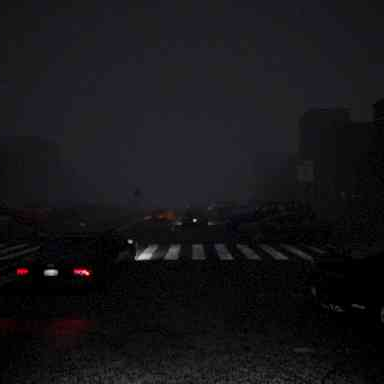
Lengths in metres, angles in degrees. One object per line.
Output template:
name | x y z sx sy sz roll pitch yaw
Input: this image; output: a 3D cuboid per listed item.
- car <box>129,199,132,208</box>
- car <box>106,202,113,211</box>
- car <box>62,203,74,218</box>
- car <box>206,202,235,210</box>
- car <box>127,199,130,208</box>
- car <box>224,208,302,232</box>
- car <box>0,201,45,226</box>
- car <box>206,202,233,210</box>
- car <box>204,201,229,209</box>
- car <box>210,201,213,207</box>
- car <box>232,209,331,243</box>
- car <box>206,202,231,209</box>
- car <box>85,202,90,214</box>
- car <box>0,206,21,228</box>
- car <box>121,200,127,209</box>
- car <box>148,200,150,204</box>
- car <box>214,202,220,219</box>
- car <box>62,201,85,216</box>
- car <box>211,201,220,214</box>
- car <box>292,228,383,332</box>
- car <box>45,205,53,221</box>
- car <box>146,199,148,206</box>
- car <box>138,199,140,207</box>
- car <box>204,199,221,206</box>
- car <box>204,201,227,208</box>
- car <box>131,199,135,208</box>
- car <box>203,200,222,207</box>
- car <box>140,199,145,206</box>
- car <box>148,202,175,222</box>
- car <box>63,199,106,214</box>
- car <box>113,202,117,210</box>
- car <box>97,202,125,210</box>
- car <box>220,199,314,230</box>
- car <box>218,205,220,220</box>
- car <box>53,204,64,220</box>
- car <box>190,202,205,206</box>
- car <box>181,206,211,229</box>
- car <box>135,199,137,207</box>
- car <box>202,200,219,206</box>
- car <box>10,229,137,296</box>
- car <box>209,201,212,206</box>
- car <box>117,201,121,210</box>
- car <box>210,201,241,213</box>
car | -15.264 2.698 68.200 4.674 1.452 2.002 0 -1 0
car | -15.527 2.354 51.692 5.366 1.575 1.946 0 -1 0
car | -15.394 2.142 35.152 4.674 1.452 2.002 0 -1 0
car | 5.055 2.489 59.245 4.892 1.521 2.231 0 -1 0
car | -15.251 2.635 65.479 4.792 1.488 2.163 0 -1 0
car | 4.801 1.889 23.005 4.892 1.521 2.231 0 -1 0
car | -15.395 1.731 26.883 5.566 2.045 2.435 0 -1 0
car | 5.098 2.569 62.023 4.792 1.488 2.163 0 -1 0
car | 5.122 2.697 70.235 5.008 1.535 2.097 0 -1 0
car | 4.879 2.181 39.671 4.792 1.488 2.163 0 -1 0
car | 4.755 1.828 17.446 4.792 1.488 2.163 0 -1 0
car | 5.086 2.632 64.802 4.674 1.452 2.002 0 -1 0
car | -15.381 2.222 40.666 4.674 1.452 2.002 0 -1 0
car | -15.435 1.982 24.121 4.674 1.452 2.002 0 -1 0
car | -15.124 2.500 59.967 5.366 1.575 1.946 0 -1 0
car | -15.130 3.187 93.046 5.008 1.535 2.097 0 -1 0
car | 4.854 2.022 31.459 5.008 1.535 2.097 0 -1 0
car | -15.382 2.142 37.909 5.008 1.535 2.097 0 -1 0
car | 5.073 2.104 36.891 5.366 1.575 1.946 0 -1 0
car | 4.733 1.616 6.330 4.892 1.521 2.231 0 -1 0
car | -15.383 1.897 29.639 4.553 1.767 2.185 0 -1 0
car | -15.181 3.000 90.293 4.553 1.767 2.185 0 -1 0
car | -15.217 2.825 76.507 5.008 1.535 2.097 0 -1 0
car | 4.996 2.037 48.012 5.566 2.045 2.435 0 -1 0
car | 5.177 2.783 73.138 4.792 1.488 2.163 0 -1 0
car | -15.281 2.742 70.994 4.792 1.488 2.163 0 -1 0
car | 5.200 2.858 84.247 4.553 1.767 2.185 0 -1 0
car | -15.222 2.692 82.025 5.566 2.045 2.435 0 -1 0
car | -2.754 2.030 31.953 1.882 1.535 5.008 0 -1 0
car | -15.331 2.016 46.184 5.566 2.045 2.435 0 -1 0
car | -15.361 2.434 54.449 4.792 1.488 2.163 0 -1 0
car | -15.266 2.583 62.724 4.792 1.488 2.163 0 -1 0
car | 4.767 1.592 20.231 5.566 2.045 2.435 0 -1 0
car | 4.824 1.932 25.784 5.008 1.535 2.097 0 -1 0
car | -15.403 2.101 32.264 4.674 1.452 2.002 0 -1 0
car | 0.321 2.289 42.880 1.994 1.385 4.181 0 -1 0
car | 0.210 2.014 25.553 1.994 1.385 4.181 0 -1 0
car | -15.206 2.643 73.753 4.553 1.767 2.185 0 -1 0
car | 5.276 3.101 95.366 4.553 1.767 2.185 0 -1 0
car | -2.863 1.734 9.286 2.033 1.411 5.357 0 -1 0
car | 4.899 2.225 42.448 4.792 1.488 2.163 0 -1 0
car | -15.509 2.450 57.206 5.366 1.575 1.946 0 -1 0
car | 5.020 2.212 50.822 4.553 1.767 2.185 0 -1 0
